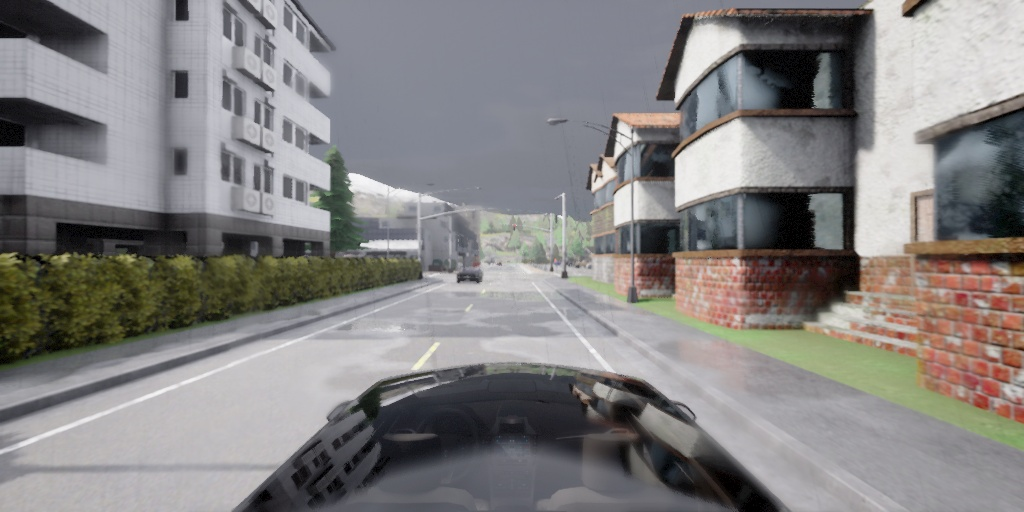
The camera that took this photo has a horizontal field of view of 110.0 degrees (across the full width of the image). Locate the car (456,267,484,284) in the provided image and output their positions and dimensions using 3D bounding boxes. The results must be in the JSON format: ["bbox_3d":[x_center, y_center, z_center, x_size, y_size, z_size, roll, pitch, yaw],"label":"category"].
[{"bbox_3d":[-3.512,1.621,30.445,1.895,1.301,4.718,0,-1,0],"label":"car"}]
